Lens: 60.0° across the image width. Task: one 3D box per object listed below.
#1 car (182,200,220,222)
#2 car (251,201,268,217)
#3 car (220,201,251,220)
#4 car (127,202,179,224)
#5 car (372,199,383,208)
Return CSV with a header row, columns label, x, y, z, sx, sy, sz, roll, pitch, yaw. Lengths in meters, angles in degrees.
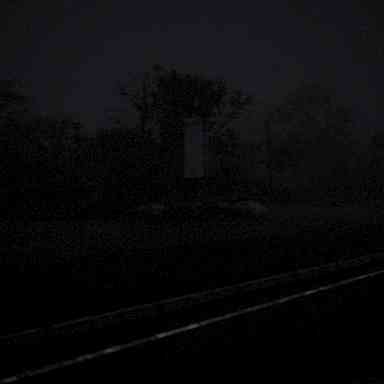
label,x,y,z,sx,sy,sz,roll,pitch,yaw
car,-0.431,1.469,26.273,2.231,1.521,4.892,0,0,-36
car,4.786,1.509,30.017,2.002,1.452,4.674,0,0,-36
car,2.222,1.468,28.189,2.097,1.535,5.008,0,0,-36
car,-3.095,1.508,24.366,2.002,1.452,4.674,0,0,-36
car,27.939,1.477,46.611,2.097,1.535,5.008,0,0,-36
